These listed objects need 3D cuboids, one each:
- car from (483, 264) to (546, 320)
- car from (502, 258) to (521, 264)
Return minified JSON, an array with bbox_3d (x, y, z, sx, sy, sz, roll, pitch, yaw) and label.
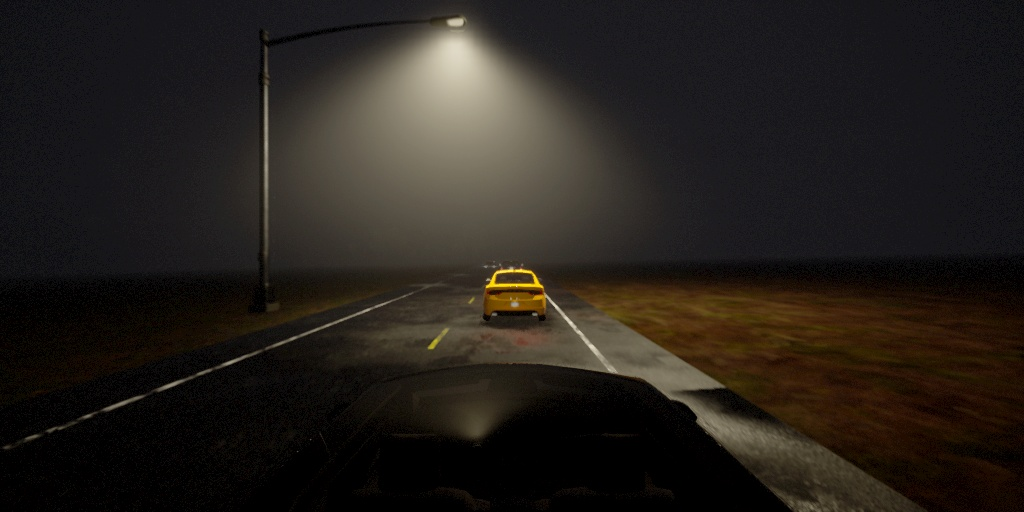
[{"bbox_3d":[0.074,1.211,12.591,1.882,1.535,5.008,0,0,0],"label":"car"},{"bbox_3d":[-0.057,1.065,30.744,2.097,1.767,4.553,0,0,-1],"label":"car"}]
